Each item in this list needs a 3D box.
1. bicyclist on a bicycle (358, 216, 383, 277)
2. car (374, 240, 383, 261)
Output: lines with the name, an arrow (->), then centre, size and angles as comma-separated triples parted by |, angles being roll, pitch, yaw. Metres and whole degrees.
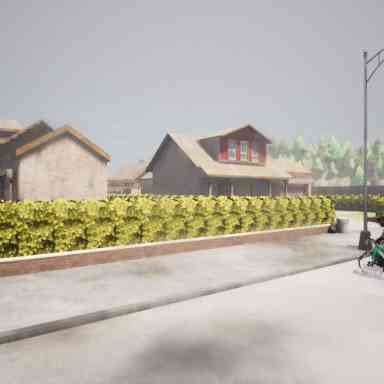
bicyclist on a bicycle -> 5.046, 1.455, 8.476 | 0.582, 1.620, 1.656 | 0, -2, -37
car -> 7.257, 1.564, 10.019 | 4.181, 1.385, 1.994 | 0, 0, -36
